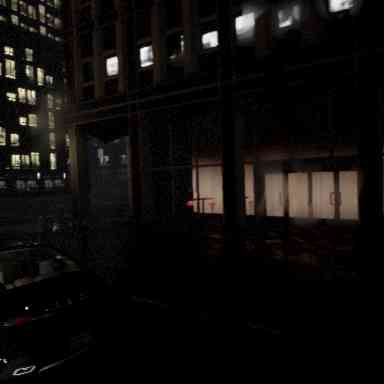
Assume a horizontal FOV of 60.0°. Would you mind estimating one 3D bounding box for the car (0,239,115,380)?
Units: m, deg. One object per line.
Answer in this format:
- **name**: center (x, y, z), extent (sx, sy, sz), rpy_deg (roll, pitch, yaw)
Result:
- **car**: center (-3.065, 1.382, 4.836), extent (4.403, 1.369, 2.008), rpy_deg (0, 2, 33)
